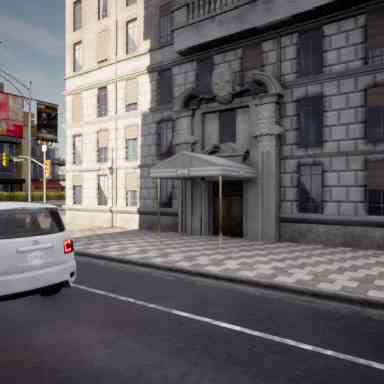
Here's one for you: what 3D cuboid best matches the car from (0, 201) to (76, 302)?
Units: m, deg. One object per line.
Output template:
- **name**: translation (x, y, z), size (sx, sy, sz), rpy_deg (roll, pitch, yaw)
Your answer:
- **car**: translation (-4.924, 1.221, 7.395), size (5.566, 2.045, 2.150), rpy_deg (0, 0, 35)
